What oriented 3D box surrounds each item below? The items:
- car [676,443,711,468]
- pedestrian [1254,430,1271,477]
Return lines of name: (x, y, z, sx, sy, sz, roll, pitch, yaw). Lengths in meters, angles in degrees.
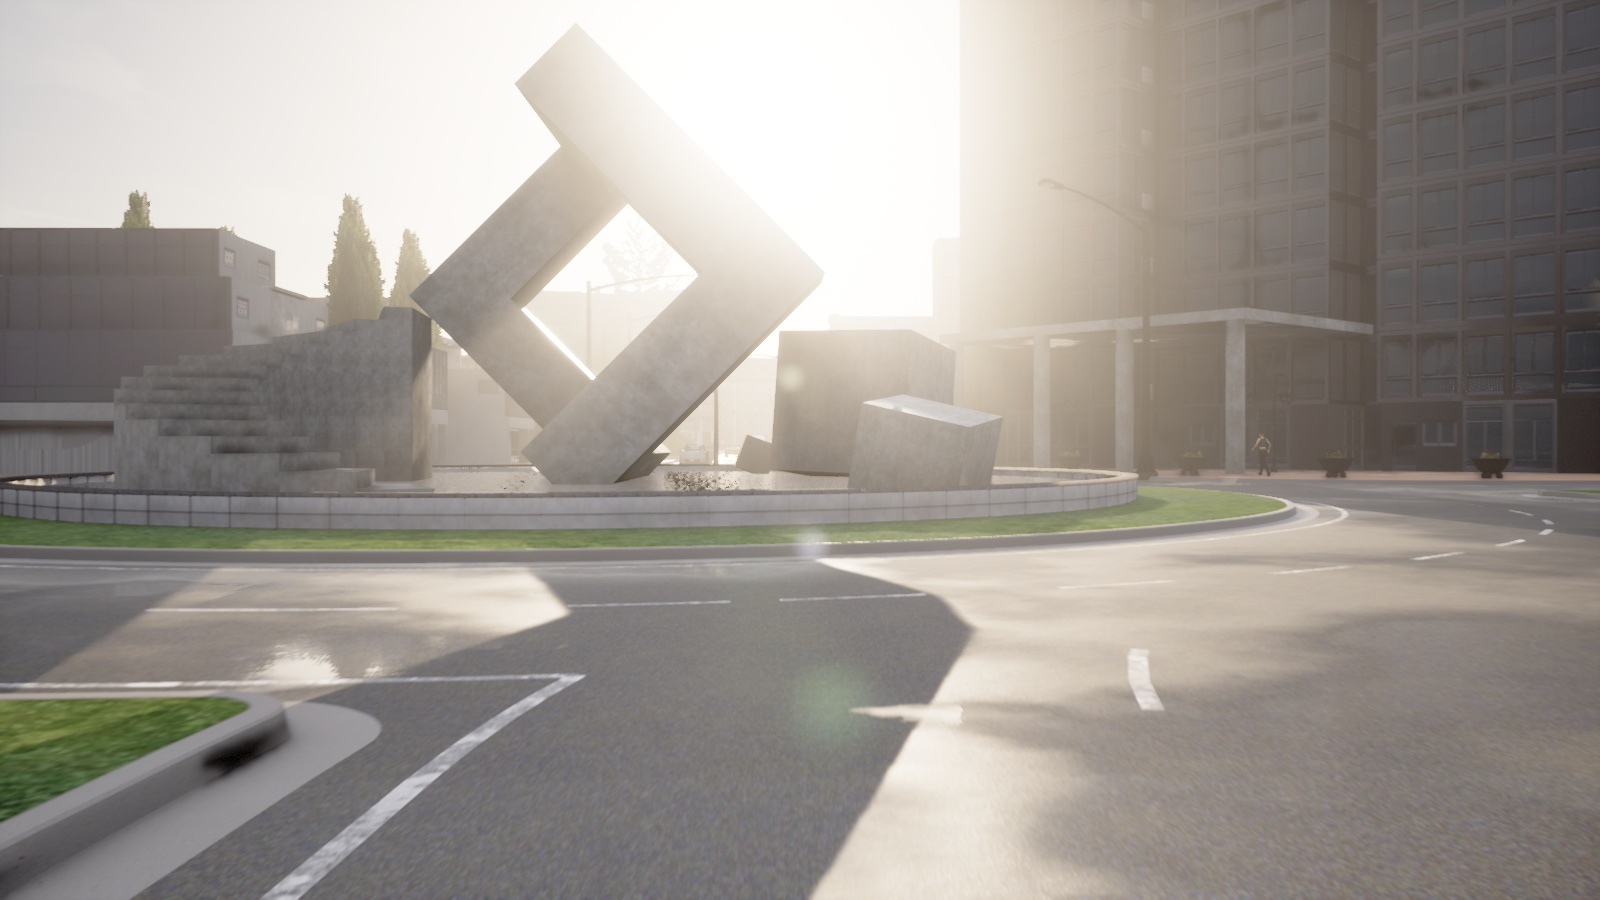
car: (-6.562, 0.326, 77.689, 1.845, 1.501, 3.633, 0, 0, -1)
pedestrian: (18.354, 0.141, 49.816, 0.345, 1.836, 0.594, 0, 0, -21)
